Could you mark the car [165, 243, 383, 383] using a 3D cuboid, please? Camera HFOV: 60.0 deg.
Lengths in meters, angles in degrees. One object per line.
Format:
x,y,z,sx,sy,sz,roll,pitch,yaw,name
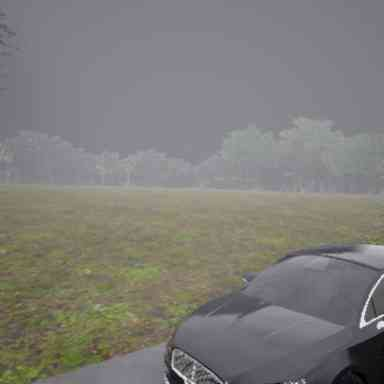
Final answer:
1.962,1.512,4.351,4.892,1.490,1.837,0,0,-36,car
